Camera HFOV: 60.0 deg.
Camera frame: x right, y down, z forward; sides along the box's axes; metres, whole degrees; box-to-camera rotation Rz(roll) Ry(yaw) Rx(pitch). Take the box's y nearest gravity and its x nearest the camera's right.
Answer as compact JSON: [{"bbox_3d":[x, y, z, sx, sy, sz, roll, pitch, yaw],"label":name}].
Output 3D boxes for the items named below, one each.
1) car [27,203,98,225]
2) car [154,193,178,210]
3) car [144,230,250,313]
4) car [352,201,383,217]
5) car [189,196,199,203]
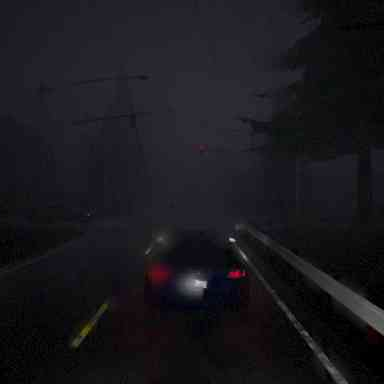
[{"bbox_3d":[-9.016,1.510,23.280,4.674,1.442,1.812,0,0,1],"label":"car"},{"bbox_3d":[-3.309,1.352,42.244,2.097,1.767,4.553,0,0,1],"label":"car"},{"bbox_3d":[0.111,1.564,7.745,1.994,1.385,4.181,0,0,1],"label":"car"},{"bbox_3d":[15.461,1.489,26.657,4.892,1.490,1.837,0,0,0],"label":"car"},{"bbox_3d":[0.444,1.525,66.310,1.812,1.442,4.674,0,0,0],"label":"car"}]
